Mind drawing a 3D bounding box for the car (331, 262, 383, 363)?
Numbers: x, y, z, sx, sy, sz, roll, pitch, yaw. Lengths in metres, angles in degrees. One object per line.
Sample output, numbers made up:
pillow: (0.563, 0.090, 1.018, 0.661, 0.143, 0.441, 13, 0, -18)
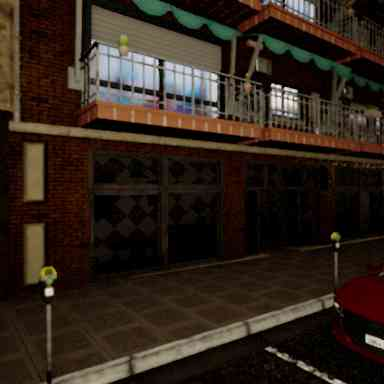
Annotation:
car: (4.027, 1.553, 5.290, 4.507, 1.381, 1.887, 0, 0, -35)
